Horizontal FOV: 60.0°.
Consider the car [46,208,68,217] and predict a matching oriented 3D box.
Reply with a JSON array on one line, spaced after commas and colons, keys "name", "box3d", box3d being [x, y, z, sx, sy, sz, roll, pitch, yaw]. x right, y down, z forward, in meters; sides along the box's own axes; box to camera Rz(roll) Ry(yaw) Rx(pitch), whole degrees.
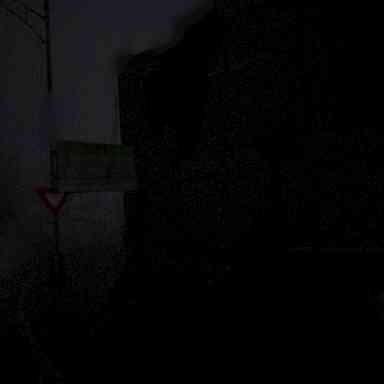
[{"name": "car", "box3d": [-19.703, 2.752, 48.743, 1.812, 1.442, 4.674, -4, 1, 2]}]

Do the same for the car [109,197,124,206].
[{"name": "car", "box3d": [-12.794, 1.654, 61.031, 4.892, 1.521, 2.231, -4, 2, -5]}]

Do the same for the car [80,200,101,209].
[{"name": "car", "box3d": [-18.151, 2.221, 59.344, 1.812, 1.442, 4.674, -4, 3, 14]}]
